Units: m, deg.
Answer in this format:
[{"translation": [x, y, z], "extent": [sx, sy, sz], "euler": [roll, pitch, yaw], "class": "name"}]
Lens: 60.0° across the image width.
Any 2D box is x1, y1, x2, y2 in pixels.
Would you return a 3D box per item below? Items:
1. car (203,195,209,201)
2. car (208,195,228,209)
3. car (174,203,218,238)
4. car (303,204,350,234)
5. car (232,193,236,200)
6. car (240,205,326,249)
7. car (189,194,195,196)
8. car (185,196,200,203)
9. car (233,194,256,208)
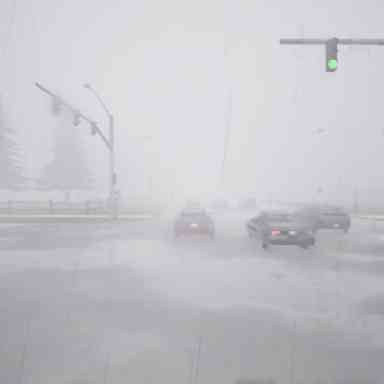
[{"translation": [3.508, 1.354, 76.890], "extent": [1.895, 1.301, 4.718], "euler": [0, 0, 0], "class": "car"}, {"translation": [3.605, 1.426, 43.806], "extent": [1.994, 1.385, 4.181], "euler": [0, 0, 0], "class": "car"}, {"translation": [0.101, 1.509, 17.403], "extent": [1.994, 1.385, 4.181], "euler": [0, 0, 0], "class": "car"}, {"translation": [7.102, 1.432, 18.766], "extent": [2.128, 1.511, 4.902], "euler": [0, 0, 0], "class": "car"}, {"translation": [10.508, 1.022, 76.831], "extent": [2.097, 1.767, 4.553], "euler": [0, 0, 0], "class": "car"}, {"translation": [3.601, 1.502, 14.371], "extent": [2.033, 1.411, 5.357], "euler": [0, 0, 0], "class": "car"}, {"translation": [0.008, 1.237, 76.860], "extent": [1.882, 1.535, 5.008], "euler": [0, 0, 0], "class": "car"}, {"translation": [0.105, 1.469, 41.905], "extent": [1.895, 1.301, 4.718], "euler": [0, 0, 0], "class": "car"}, {"translation": [7.106, 1.355, 43.337], "extent": [2.128, 1.511, 4.902], "euler": [0, 0, 0], "class": "car"}]
